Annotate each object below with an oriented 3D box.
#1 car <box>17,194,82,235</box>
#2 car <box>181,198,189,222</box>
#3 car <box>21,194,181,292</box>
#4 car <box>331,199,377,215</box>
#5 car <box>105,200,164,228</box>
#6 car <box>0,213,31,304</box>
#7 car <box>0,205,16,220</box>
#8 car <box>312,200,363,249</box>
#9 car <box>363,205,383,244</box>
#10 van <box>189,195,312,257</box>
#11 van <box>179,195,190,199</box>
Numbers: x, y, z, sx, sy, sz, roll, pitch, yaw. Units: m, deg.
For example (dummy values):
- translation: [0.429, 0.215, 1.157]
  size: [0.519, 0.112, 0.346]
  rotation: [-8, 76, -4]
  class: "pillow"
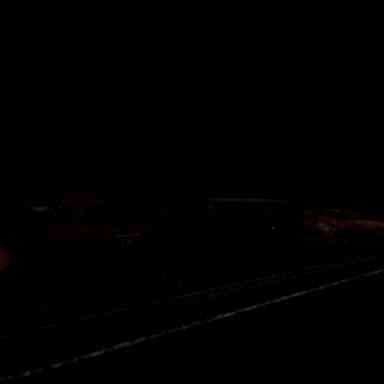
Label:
- translation: [-8.754, 1.178, 20.034]
  size: [2.435, 2.045, 5.566]
  rotation: [0, 0, -36]
  class: "car"
- translation: [-2.078, 1.455, 25.101]
  size: [1.946, 1.575, 5.366]
  rotation: [1, 0, -36]
  class: "car"
- translation: [-2.934, 1.179, 9.169]
  size: [2.435, 2.045, 5.566]
  rotation: [0, 0, -36]
  class: "car"
- translation: [19.740, 1.823, 40.591]
  size: [2.185, 1.767, 4.553]
  rotation: [2, -1, -35]
  class: "car"
- translation: [-4.239, 1.439, 23.547]
  size: [1.946, 1.575, 5.366]
  rotation: [0, 0, -36]
  class: "car"
- translation: [-5.280, 1.443, 7.435]
  size: [2.097, 1.535, 5.008]
  rotation: [0, 0, -36]
  class: "car"
- translation: [-11.026, 1.439, 18.411]
  size: [2.231, 1.521, 4.892]
  rotation: [0, 0, -36]
  class: "car"
- translation: [4.551, 1.324, 14.568]
  size: [2.185, 1.767, 4.553]
  rotation: [1, 0, -36]
  class: "car"
- translation: [7.045, 1.471, 16.096]
  size: [1.946, 1.575, 5.366]
  rotation: [1, 0, -36]
  class: "car"
- translation: [2.037, 1.211, 12.863]
  size: [1.878, 1.987, 4.442]
  rotation: [0, 0, -36]
  class: "van"
- translation: [0.367, 1.256, 26.489]
  size: [1.878, 1.987, 4.442]
  rotation: [1, 0, -36]
  class: "van"
